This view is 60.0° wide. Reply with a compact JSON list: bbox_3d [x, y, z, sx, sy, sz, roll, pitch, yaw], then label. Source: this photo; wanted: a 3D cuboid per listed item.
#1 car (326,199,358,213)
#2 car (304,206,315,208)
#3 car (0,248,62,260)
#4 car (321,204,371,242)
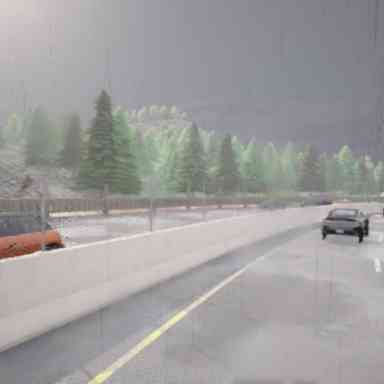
[{"bbox_3d":[18.780,1.683,41.471,5.008,1.535,1.882,0,0,-43],"label":"car"},{"bbox_3d":[16.585,1.397,44.192,5.566,2.045,2.150,1,0,-43],"label":"car"},{"bbox_3d":[-5.184,1.274,7.553,2.097,1.767,4.553,1,0,25],"label":"car"},{"bbox_3d":[7.946,1.579,17.086,2.128,1.511,4.902,1,0,32],"label":"car"}]
